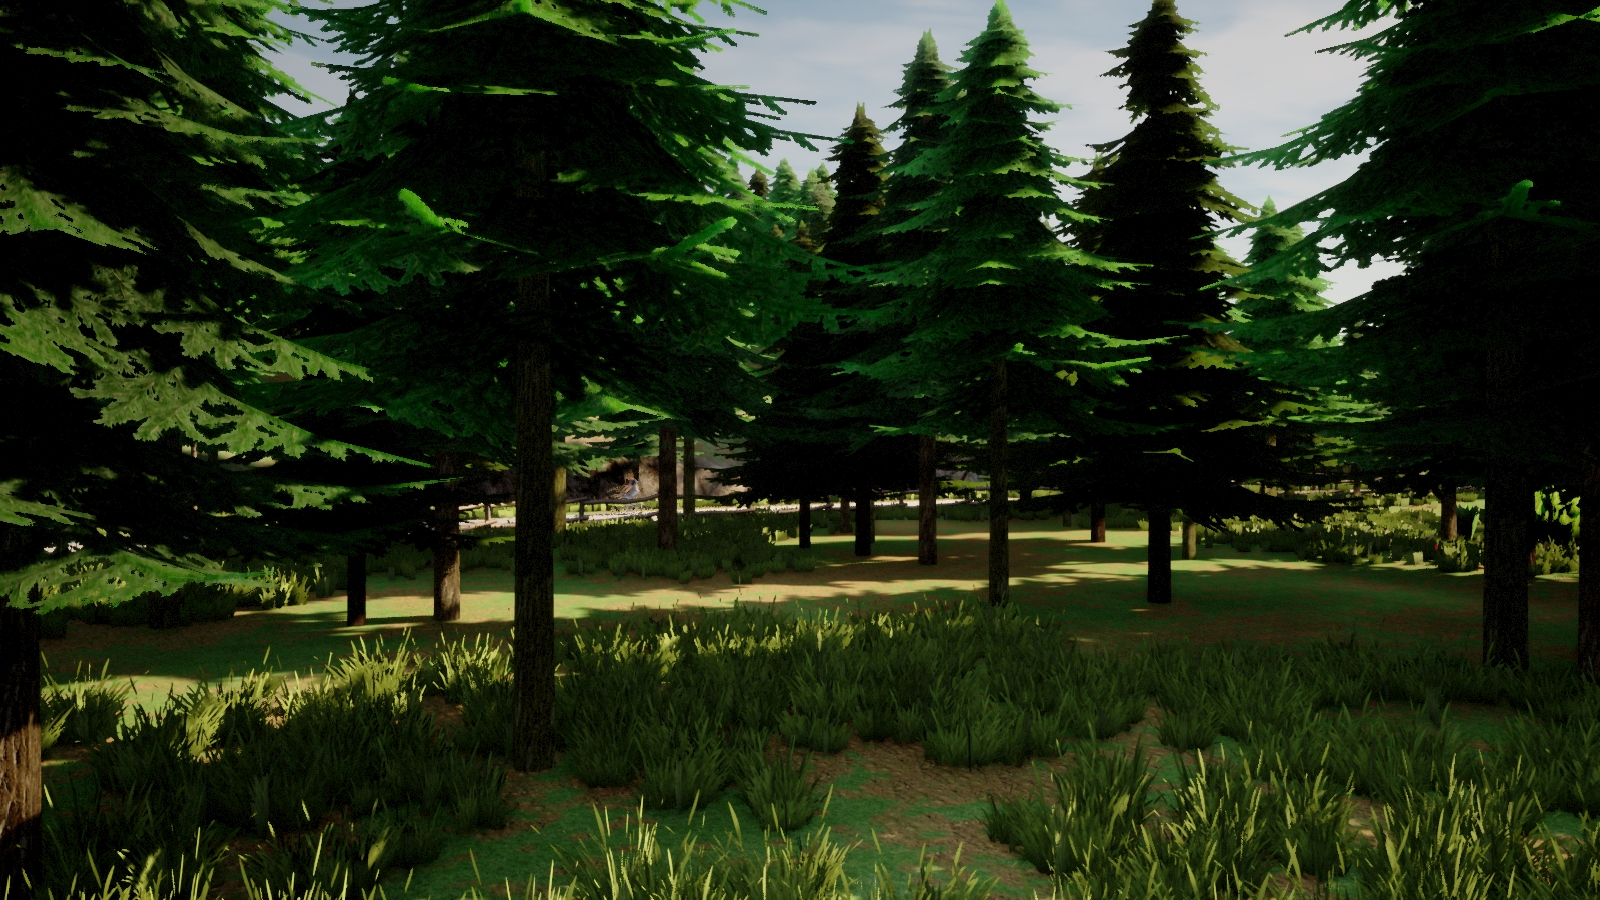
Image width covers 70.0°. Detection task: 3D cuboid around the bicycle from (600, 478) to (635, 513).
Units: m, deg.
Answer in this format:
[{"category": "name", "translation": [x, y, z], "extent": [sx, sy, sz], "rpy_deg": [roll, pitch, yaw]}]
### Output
[{"category": "bicycle", "translation": [-8.226, 2.056, 51.487], "extent": [1.643, 1.496, 0.373], "rpy_deg": [0, 1, -44]}]
